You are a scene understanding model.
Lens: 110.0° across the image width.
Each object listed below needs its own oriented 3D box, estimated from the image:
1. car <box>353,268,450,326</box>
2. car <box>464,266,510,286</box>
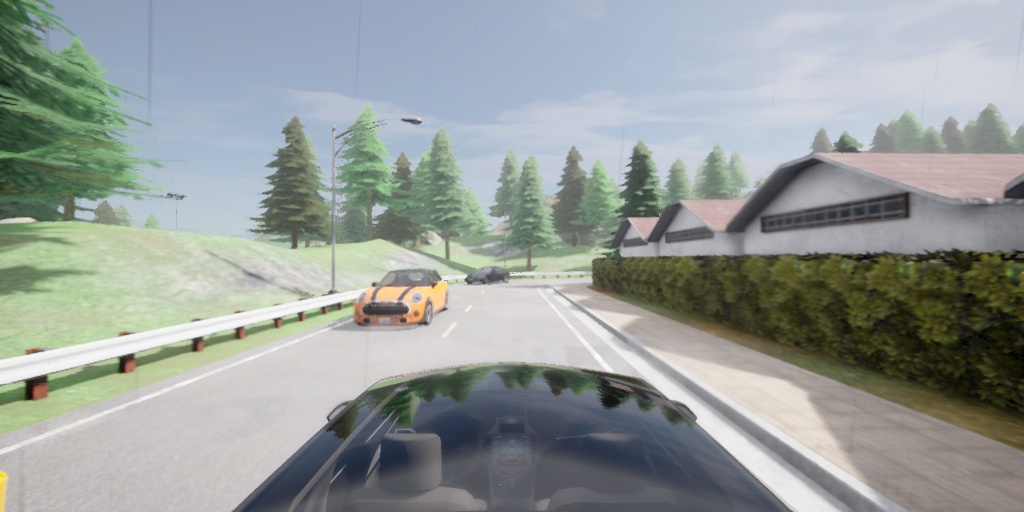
[{"bbox_3d":[-3.475,1.214,12.089,2.097,1.767,4.553,0,-1,1],"label":"car"},{"bbox_3d":[-1.896,1.556,29.054,1.812,1.442,4.674,-1,-1,32],"label":"car"}]
